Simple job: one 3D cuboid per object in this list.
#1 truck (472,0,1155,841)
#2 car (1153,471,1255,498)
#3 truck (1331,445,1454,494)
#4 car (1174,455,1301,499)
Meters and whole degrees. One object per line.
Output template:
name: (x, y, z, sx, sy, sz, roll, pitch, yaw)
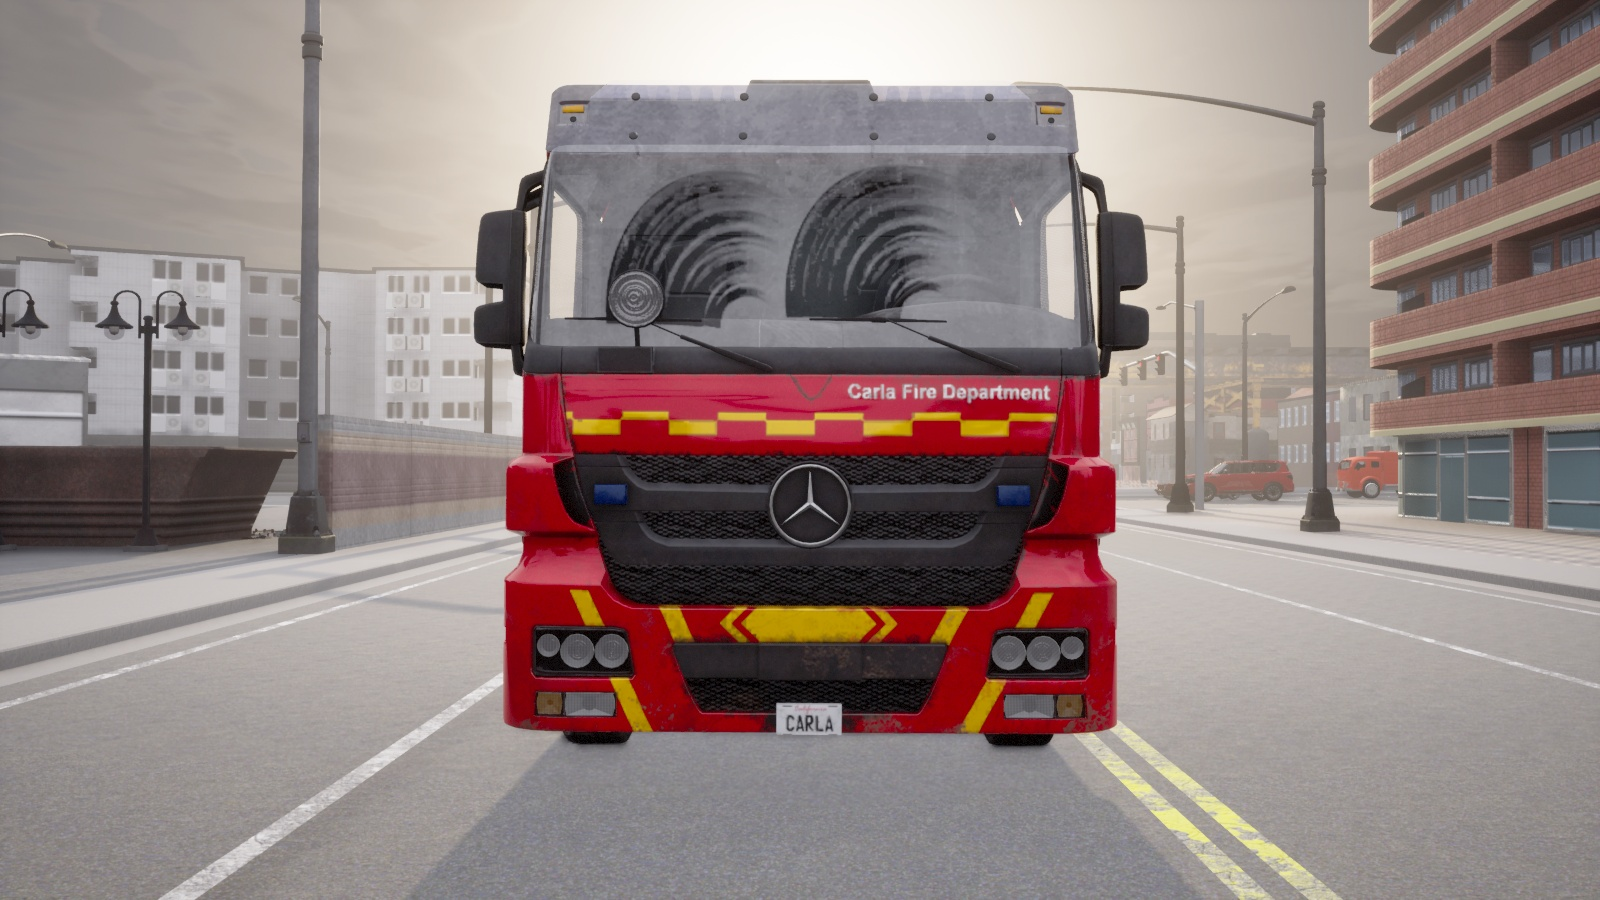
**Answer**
truck: (0.070, -0.190, 9.582, 2.891, 3.827, 8.468, 0, -1, 0)
car: (21.271, 1.809, 66.245, 4.718, 1.301, 1.895, -1, -1, 1)
truck: (31.079, 1.043, 66.009, 5.204, 2.467, 2.627, -1, -1, 1)
car: (21.796, 1.356, 62.725, 5.566, 2.045, 2.150, -1, -1, 2)
